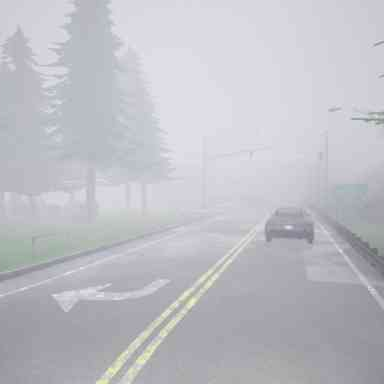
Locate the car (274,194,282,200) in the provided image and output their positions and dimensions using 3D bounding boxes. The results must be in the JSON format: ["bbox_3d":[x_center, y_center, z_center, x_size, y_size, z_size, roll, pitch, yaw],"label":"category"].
[{"bbox_3d":[21.225,1.305,82.267,1.837,1.490,4.892,0,0,17],"label":"car"}]

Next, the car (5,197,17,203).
[{"bbox_3d":[-29.519,1.531,55.440,4.181,1.385,1.994,0,0,24],"label":"car"}]

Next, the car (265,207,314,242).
[{"bbox_3d":[4.451,1.369,15.144,1.994,1.385,4.181,0,0,17],"label":"car"}]
